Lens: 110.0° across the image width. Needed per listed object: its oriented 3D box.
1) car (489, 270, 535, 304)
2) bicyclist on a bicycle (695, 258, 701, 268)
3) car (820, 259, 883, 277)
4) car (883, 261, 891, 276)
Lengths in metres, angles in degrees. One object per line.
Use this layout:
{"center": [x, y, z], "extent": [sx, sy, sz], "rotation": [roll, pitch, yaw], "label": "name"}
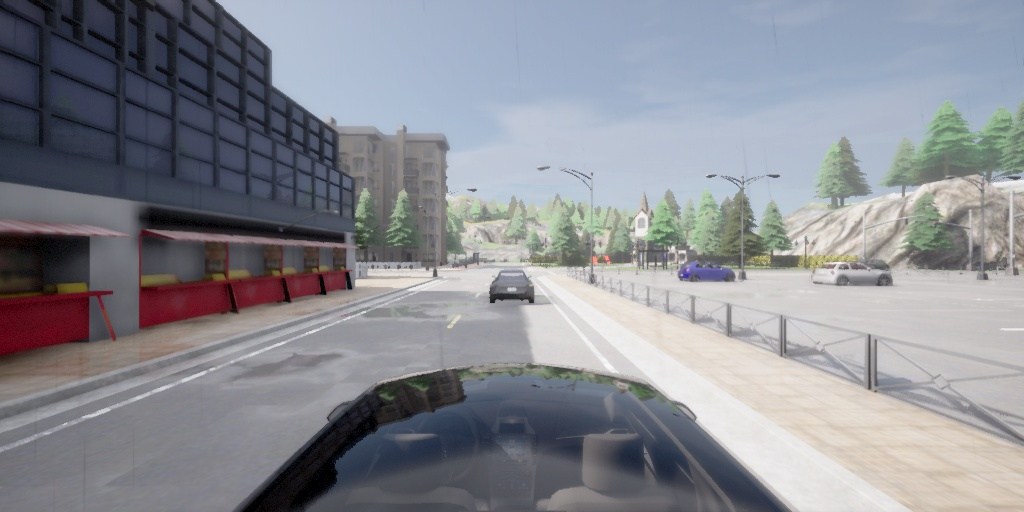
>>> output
{"center": [0.000, 1.321, 16.500], "extent": [1.994, 1.385, 4.181], "rotation": [0, 0, 0], "label": "car"}
{"center": [18.395, 1.064, 35.645], "extent": [0.582, 1.620, 1.656], "rotation": [0, 0, -1], "label": "bicyclist on a bicycle"}
{"center": [37.555, 1.298, 39.719], "extent": [4.674, 1.442, 1.812], "rotation": [0, 0, -1], "label": "car"}
{"center": [42.550, 1.169, 43.269], "extent": [4.553, 1.767, 2.097], "rotation": [0, 0, -1], "label": "car"}
